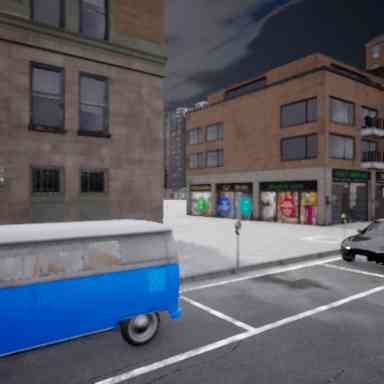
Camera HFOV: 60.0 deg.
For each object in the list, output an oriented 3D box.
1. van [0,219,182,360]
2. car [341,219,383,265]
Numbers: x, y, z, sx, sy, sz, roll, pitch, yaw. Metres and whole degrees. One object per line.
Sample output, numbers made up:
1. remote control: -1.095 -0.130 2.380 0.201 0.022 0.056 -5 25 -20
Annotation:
1. van: -2.073 1.343 4.734 3.998 1.788 1.690 0 0 -35
2. car: 6.734 1.576 11.006 4.313 1.339 1.947 0 0 -35
